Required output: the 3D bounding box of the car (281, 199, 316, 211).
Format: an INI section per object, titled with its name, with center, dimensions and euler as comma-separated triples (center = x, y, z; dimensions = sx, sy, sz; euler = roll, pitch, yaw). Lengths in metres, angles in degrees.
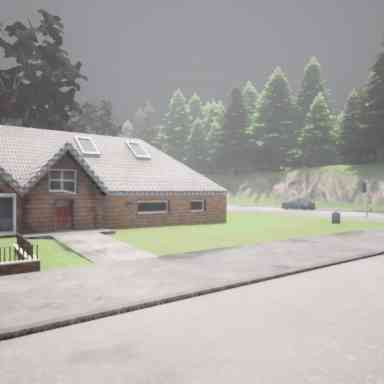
[car]
center = 13.282, 1.549, 41.599
dimensions = 1.994, 1.385, 4.181
euler = 0, 0, -35
